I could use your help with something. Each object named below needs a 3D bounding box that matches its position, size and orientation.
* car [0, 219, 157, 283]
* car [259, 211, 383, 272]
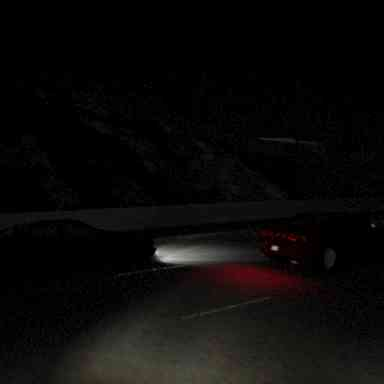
[{"bbox_3d":[-3.766,1.511,9.545,5.357,1.411,2.033,-1,1,-32],"label":"car"},{"bbox_3d":[4.336,1.333,10.333,5.008,1.535,1.882,-1,1,-32],"label":"car"}]
